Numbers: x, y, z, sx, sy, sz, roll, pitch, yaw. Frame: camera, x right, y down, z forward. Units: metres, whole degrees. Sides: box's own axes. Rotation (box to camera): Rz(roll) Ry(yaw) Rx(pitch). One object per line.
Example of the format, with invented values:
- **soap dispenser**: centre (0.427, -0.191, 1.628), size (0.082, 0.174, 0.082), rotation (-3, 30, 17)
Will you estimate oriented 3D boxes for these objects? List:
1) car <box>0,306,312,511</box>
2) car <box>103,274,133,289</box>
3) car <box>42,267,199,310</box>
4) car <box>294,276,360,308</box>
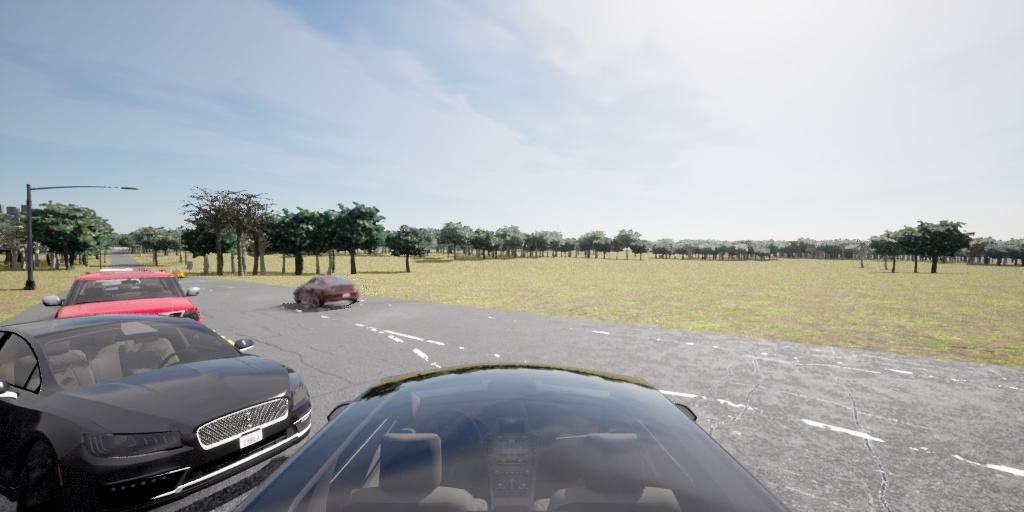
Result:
- **car**: centre (-4.502, 1.445, 4.019), size (4.892, 1.490, 1.837), rotation (-3, -3, 22)
- **car**: centre (-41.657, 2.666, 37.965), size (1.895, 1.301, 4.718), rotation (-1, 0, -45)
- **car**: centre (-9.341, 1.385, 8.740), size (5.566, 2.045, 2.150), rotation (-2, 0, 42)
- **car**: centre (-9.427, 1.722, 18.206), size (4.674, 1.442, 1.812), rotation (-2, 0, 42)
